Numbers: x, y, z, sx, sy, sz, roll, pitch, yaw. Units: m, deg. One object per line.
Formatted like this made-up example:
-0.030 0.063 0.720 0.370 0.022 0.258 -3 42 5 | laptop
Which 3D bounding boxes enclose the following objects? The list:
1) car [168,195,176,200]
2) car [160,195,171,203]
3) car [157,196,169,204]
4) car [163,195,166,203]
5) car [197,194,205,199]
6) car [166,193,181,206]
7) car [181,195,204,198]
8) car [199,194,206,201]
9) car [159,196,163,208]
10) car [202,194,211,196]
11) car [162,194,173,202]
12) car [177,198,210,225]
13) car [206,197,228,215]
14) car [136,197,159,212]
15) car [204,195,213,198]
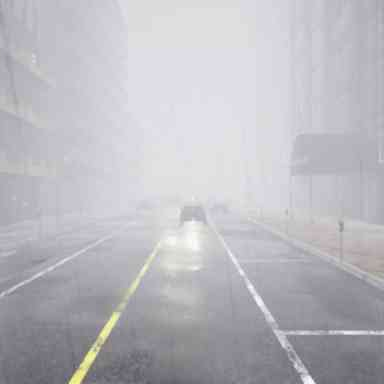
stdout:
-5.309 1.397 89.159 1.947 1.339 4.313 1 0 0 | car
-5.300 1.395 66.403 1.752 1.417 4.829 1 0 0 | car
-5.301 1.462 60.926 1.802 1.307 4.206 1 0 0 | car
-5.302 1.483 49.634 1.802 1.307 4.206 1 0 0 | car
2.583 1.262 94.682 1.967 1.590 4.097 1 0 0 | car
-2.781 1.121 51.149 2.150 2.045 5.566 0 0 1 | car
0.085 1.414 39.264 2.128 1.511 4.902 0 0 0 | car
2.581 1.366 83.548 1.752 1.417 4.829 1 0 0 | car
-5.301 1.352 43.987 1.967 1.590 4.097 1 0 0 | car
2.578 1.452 49.464 2.008 1.369 4.403 1 0 0 | car
-5.299 1.300 72.219 1.967 1.590 4.097 1 0 0 | car
0.089 1.459 23.593 1.837 1.490 4.892 0 1 0 | car
2.577 1.485 32.507 2.008 1.369 4.403 1 0 0 | car
-5.303 1.489 38.341 1.947 1.339 4.313 1 0 0 | car
2.578 1.448 38.329 1.752 1.417 4.829 1 0 0 | car
